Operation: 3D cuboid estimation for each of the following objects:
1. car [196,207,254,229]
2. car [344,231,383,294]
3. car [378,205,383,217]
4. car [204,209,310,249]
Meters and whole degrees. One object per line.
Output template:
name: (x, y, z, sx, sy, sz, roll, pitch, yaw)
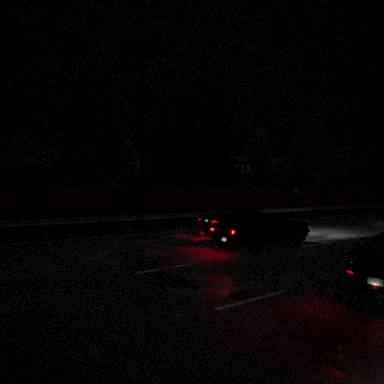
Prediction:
car: (2.767, 1.546, 18.716, 5.357, 1.411, 2.033, 0, 0, -36)
car: (5.300, 1.525, 7.590, 4.674, 1.442, 1.812, 0, 0, -36)
car: (18.868, 1.561, 30.420, 4.181, 1.385, 1.994, 0, 0, -36)
car: (3.061, 1.599, 14.606, 4.718, 1.301, 1.895, 0, 0, -36)
